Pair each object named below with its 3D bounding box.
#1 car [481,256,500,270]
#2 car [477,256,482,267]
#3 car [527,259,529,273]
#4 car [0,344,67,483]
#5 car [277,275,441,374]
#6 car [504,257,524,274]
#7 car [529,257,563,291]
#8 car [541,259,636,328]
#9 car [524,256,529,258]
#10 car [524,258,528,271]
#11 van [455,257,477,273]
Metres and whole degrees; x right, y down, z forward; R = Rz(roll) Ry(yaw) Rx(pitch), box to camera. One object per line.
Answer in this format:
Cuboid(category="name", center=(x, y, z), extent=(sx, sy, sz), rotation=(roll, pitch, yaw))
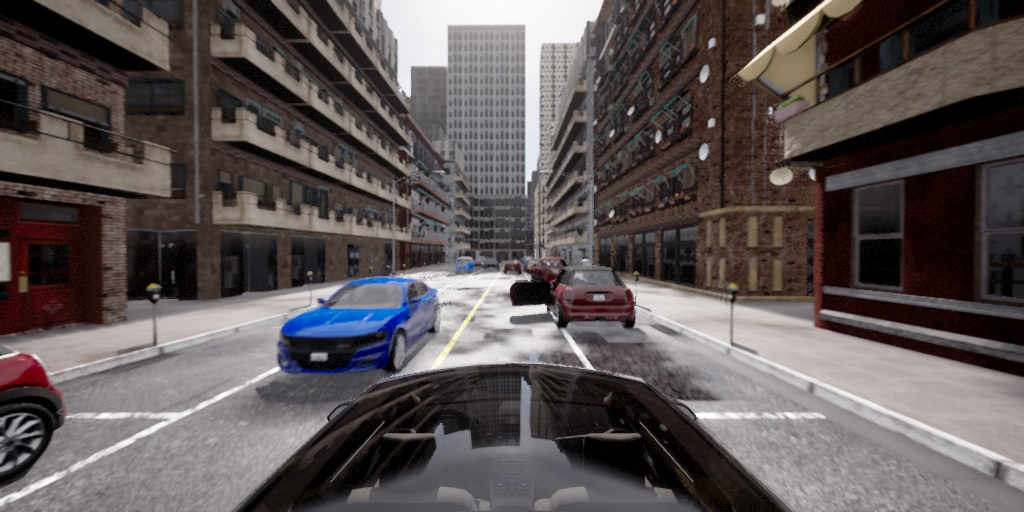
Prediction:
Cuboid(category="car", center=(-2.755, 1.010, 50.257), extent=(2.097, 1.767, 4.553), rotation=(0, 0, 0))
Cuboid(category="car", center=(-5.322, 1.072, 57.154), extent=(1.967, 1.591, 4.097), rotation=(0, 0, 0))
Cuboid(category="car", center=(2.562, 1.132, 29.429), extent=(1.967, 1.591, 4.097), rotation=(0, 0, 0))
Cuboid(category="car", center=(-5.316, 1.190, 1.662), extent=(1.967, 1.591, 4.097), rotation=(0, 0, 0))
Cuboid(category="car", center=(-2.851, 1.215, 7.788), extent=(1.882, 1.535, 5.008), rotation=(0, 0, 0))
Cuboid(category="car", center=(0.070, 1.146, 40.649), extent=(1.882, 1.535, 5.008), rotation=(0, 0, 0))
Cuboid(category="car", center=(2.562, 1.019, 23.880), extent=(2.192, 1.841, 5.009), rotation=(0, 0, 0))
Cuboid(category="car", center=(2.263, 1.083, 11.443), extent=(2.097, 1.767, 4.553), rotation=(0, 0, 0))
Cuboid(category="car", center=(2.560, 1.097, 46.076), extent=(1.967, 1.591, 4.097), rotation=(0, 0, 0))
Cuboid(category="car", center=(2.561, 1.194, 40.697), extent=(1.751, 1.417, 4.829), rotation=(0, 0, 0))
Cuboid(category="van", center=(-5.320, 1.010, 40.506), extent=(1.690, 1.789, 3.998), rotation=(0, 0, 0))
